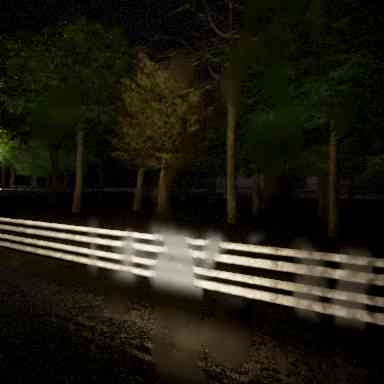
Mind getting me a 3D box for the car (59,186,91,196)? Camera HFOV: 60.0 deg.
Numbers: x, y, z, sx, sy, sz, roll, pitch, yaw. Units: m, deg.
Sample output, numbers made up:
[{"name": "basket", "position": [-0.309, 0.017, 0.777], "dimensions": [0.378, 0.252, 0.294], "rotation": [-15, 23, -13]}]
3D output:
[{"name": "car", "position": [-18.207, -0.182, 51.702], "dimensions": [4.792, 1.488, 2.163], "rotation": [0, 1, -5]}]
